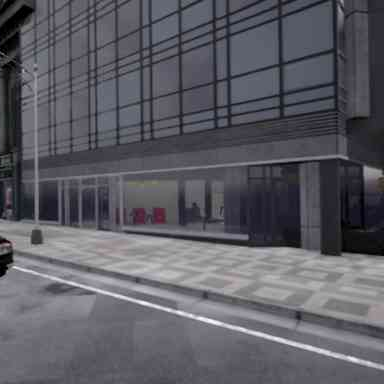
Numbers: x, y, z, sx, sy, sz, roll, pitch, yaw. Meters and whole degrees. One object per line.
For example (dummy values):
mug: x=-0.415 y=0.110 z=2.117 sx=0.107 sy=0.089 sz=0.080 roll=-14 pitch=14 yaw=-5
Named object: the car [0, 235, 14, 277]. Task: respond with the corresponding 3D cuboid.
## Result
car: x=-6.725 y=1.524 z=9.086 sx=4.902 sy=1.511 sz=2.128 roll=0 pitch=0 yaw=37
